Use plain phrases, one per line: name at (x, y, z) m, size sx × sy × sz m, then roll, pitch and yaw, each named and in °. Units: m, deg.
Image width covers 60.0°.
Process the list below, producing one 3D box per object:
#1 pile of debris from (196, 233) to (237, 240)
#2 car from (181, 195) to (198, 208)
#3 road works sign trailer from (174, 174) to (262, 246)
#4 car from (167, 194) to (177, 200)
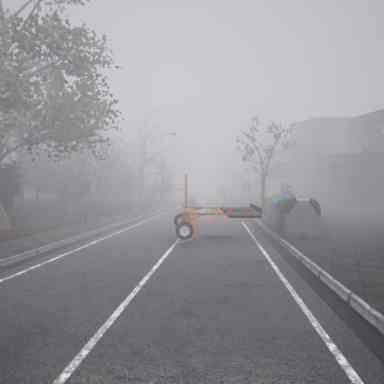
pile of debris at (1.160, 2.107, 15.818) m, size 1.860 × 0.140 × 1.500 m, roll 0°, pitch 0°, yaw 3°
car at (-0.300, 1.159, 44.655) m, size 2.097 × 1.767 × 4.553 m, roll 0°, pitch 0°, yaw 2°
road works sign trailer at (1.029, 0.661, 14.522) m, size 3.560 × 2.880 × 2.380 m, roll 0°, pitch 5°, yaw -5°
car at (-5.380, 1.244, 88.061) m, size 1.837 × 1.490 × 4.892 m, roll -2°, pitch 0°, yaw -16°
